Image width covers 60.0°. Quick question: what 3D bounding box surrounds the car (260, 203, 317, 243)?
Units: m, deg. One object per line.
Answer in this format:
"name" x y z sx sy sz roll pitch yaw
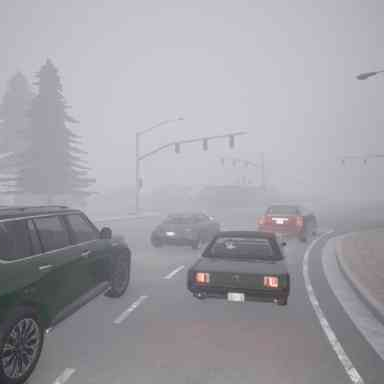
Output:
"car" 4.811 1.322 16.388 2.097 1.767 4.553 0 0 27

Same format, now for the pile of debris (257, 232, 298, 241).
"pile of debris" 4.191 2.147 16.147 1.500 0.140 1.860 0 0 29

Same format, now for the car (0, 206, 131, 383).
"car" -2.788 1.222 5.513 2.150 2.045 5.566 0 0 8

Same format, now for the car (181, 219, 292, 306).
"car" 1.330 1.589 8.113 1.895 1.301 4.718 0 0 14

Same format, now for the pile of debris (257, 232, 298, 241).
"pile of debris" 4.191 2.147 16.147 1.500 0.140 1.860 0 0 29

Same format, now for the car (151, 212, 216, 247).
"car" -0.120 1.547 14.472 1.994 1.385 4.181 0 0 20

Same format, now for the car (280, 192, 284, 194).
"car" 24.828 1.038 92.182 4.605 1.855 1.932 0 0 40
